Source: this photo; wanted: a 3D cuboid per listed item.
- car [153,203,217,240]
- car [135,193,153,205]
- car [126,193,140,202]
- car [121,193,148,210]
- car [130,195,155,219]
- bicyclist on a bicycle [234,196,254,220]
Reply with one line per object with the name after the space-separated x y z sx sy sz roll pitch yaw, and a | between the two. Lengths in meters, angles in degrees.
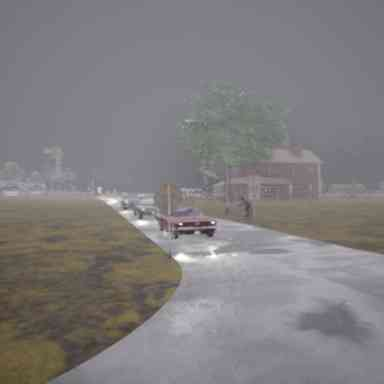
-0.403 1.376 16.076 1.895 1.301 4.718 -1 1 -17 | car
-6.983 0.973 47.663 1.812 1.442 4.674 -1 1 -17 | car
-10.575 0.894 59.376 1.812 1.442 4.674 -1 0 -17 | car
-6.326 0.928 35.454 2.097 1.767 4.553 -1 1 -17 | car
-3.384 1.195 25.826 1.812 1.442 4.674 -1 1 -17 | car
3.659 1.124 23.256 1.656 1.620 0.582 0 0 -17 | bicyclist on a bicycle
